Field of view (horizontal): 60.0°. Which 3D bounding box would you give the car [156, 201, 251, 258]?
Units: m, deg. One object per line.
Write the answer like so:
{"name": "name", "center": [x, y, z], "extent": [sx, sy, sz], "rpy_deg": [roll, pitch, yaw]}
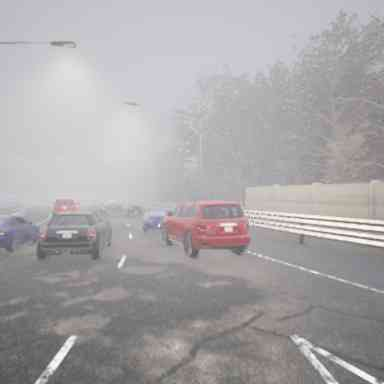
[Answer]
{"name": "car", "center": [0.351, 1.376, 13.757], "extent": [2.150, 2.045, 5.566], "rpy_deg": [0, -1, -19]}

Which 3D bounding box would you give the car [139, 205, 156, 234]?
{"name": "car", "center": [-2.213, 1.776, 21.326], "extent": [1.812, 1.442, 4.674], "rpy_deg": [0, -1, -10]}

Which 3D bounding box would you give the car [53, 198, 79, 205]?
{"name": "car", "center": [-12.447, 1.644, 32.827], "extent": [2.150, 2.045, 5.566], "rpy_deg": [0, -1, -19]}

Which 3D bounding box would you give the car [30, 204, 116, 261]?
{"name": "car", "center": [-4.468, 1.522, 13.312], "extent": [2.097, 1.767, 4.553], "rpy_deg": [0, -1, -7]}

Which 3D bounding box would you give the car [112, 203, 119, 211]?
{"name": "car", "center": [-10.635, 2.174, 47.010], "extent": [1.895, 1.301, 4.718], "rpy_deg": [0, -1, -24]}

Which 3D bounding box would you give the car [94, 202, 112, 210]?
{"name": "car", "center": [-14.795, 2.283, 55.179], "extent": [1.895, 1.301, 4.718], "rpy_deg": [0, -1, -29]}

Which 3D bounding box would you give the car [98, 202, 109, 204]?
{"name": "car", "center": [-11.798, 2.114, 41.189], "extent": [1.895, 1.301, 4.718], "rpy_deg": [0, -1, -22]}

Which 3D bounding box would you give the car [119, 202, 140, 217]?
{"name": "car", "center": [-6.702, 1.955, 37.540], "extent": [1.837, 1.490, 4.892], "rpy_deg": [0, -1, -19]}

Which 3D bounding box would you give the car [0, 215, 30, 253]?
{"name": "car", "center": [-8.127, 1.724, 14.456], "extent": [1.812, 1.442, 4.674], "rpy_deg": [0, -1, -8]}
